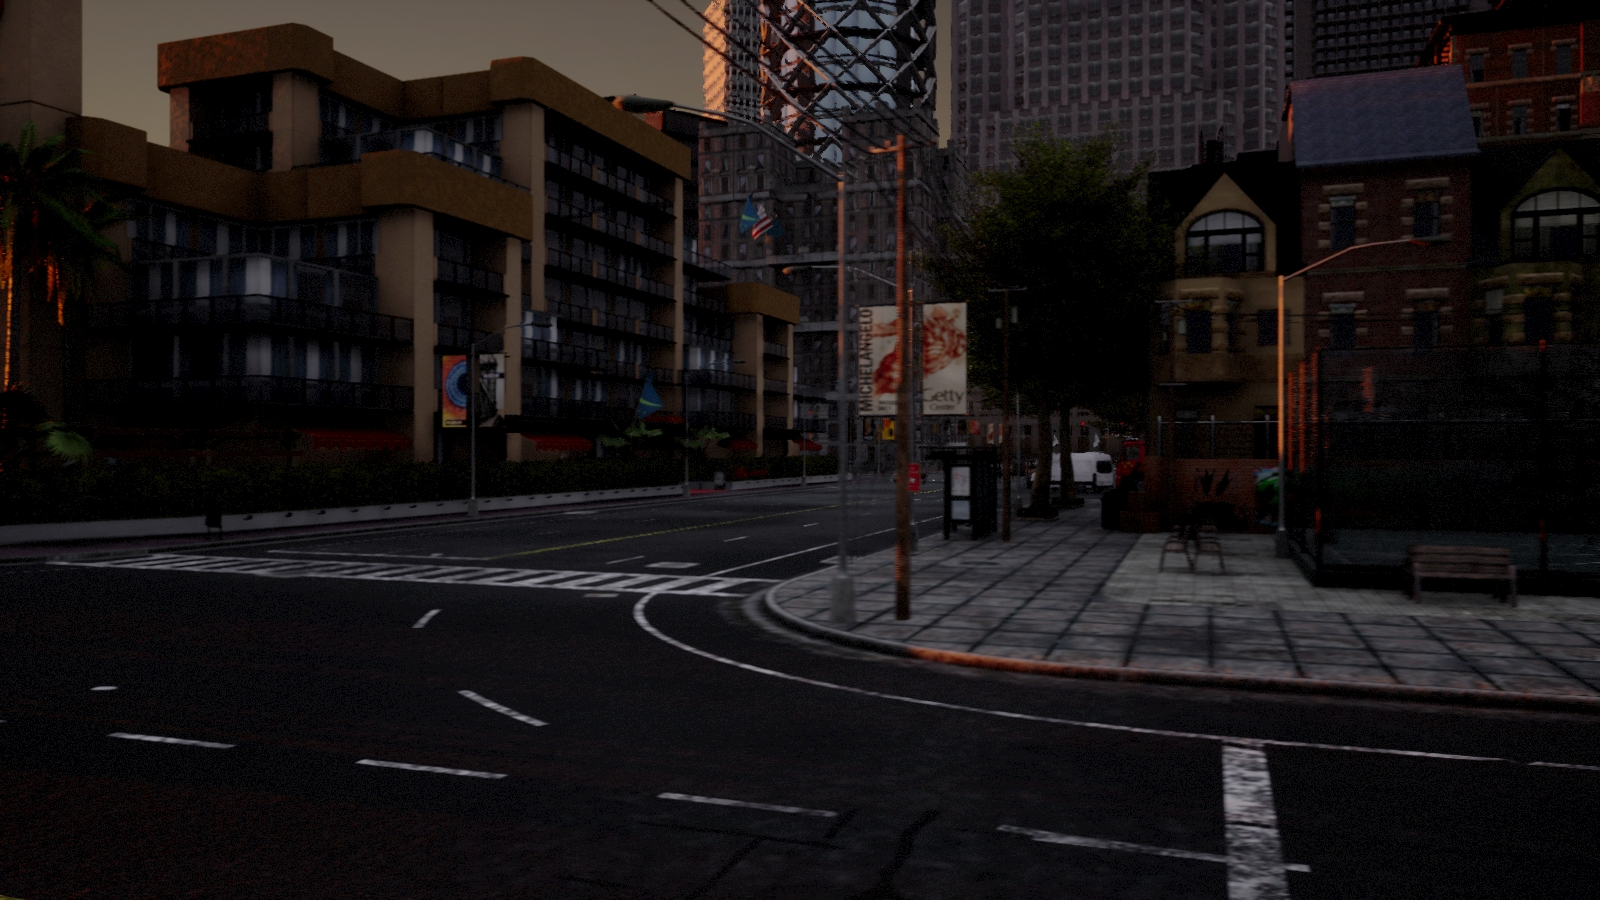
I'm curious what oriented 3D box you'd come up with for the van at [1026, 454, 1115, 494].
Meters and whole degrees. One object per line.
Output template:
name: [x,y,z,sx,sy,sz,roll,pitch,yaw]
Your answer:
van: [17.976,1.534,76.202,1.988,2.561,5.915,0,0,-37]
